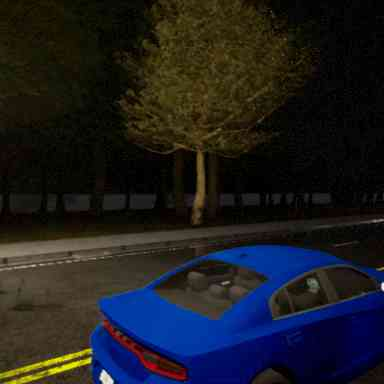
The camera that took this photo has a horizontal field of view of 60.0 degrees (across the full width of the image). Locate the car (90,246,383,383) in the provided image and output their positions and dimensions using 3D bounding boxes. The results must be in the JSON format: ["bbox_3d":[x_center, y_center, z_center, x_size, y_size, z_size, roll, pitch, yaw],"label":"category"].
[{"bbox_3d":[1.269,1.474,4.351,5.008,1.535,1.882,0,0,-36],"label":"car"}]
